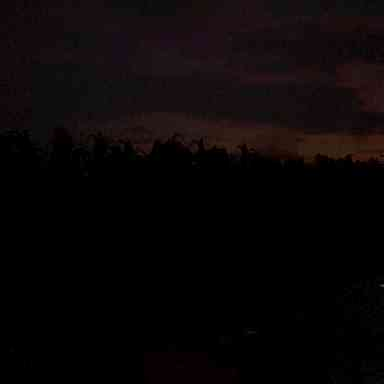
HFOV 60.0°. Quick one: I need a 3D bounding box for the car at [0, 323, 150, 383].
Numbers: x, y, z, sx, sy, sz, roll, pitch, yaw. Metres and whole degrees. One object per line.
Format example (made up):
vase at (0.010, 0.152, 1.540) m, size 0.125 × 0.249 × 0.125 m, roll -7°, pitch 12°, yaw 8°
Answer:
car at (-2.322, 1.528, 1.415) m, size 4.674 × 1.442 × 1.812 m, roll 0°, pitch 0°, yaw -36°
